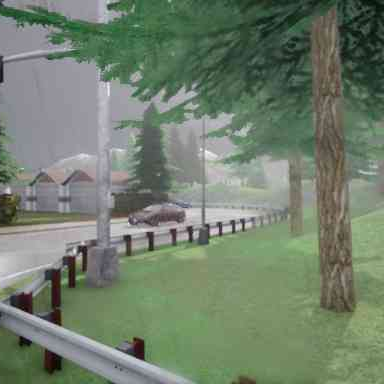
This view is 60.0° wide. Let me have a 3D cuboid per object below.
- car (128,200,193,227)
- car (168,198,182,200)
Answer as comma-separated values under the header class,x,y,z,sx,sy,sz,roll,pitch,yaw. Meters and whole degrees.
class,x,y,z,sx,sy,sz,roll,pitch,yaw
car,-2.219,1.506,22.642,1.812,1.442,4.674,0,0,35
car,-2.178,1.467,42.302,5.008,1.535,1.882,0,0,39
